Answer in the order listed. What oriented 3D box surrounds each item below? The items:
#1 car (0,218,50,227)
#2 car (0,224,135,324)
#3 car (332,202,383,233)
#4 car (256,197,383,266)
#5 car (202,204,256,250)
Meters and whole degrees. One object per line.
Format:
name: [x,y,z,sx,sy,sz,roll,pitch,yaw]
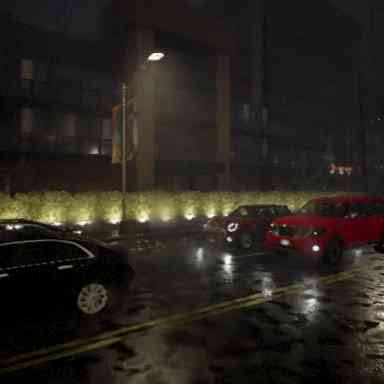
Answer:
car: [-5.355,1.487,8.771,4.902,1.511,2.128,0,0,-35]
car: [-3.417,1.502,5.853,4.892,1.490,1.837,0,0,-35]
car: [10.898,1.460,20.193,4.902,1.511,2.128,0,0,-35]
car: [5.146,1.203,11.912,5.566,2.045,2.150,0,0,-35]
car: [2.636,1.332,14.426,4.553,1.767,2.097,0,0,-35]
